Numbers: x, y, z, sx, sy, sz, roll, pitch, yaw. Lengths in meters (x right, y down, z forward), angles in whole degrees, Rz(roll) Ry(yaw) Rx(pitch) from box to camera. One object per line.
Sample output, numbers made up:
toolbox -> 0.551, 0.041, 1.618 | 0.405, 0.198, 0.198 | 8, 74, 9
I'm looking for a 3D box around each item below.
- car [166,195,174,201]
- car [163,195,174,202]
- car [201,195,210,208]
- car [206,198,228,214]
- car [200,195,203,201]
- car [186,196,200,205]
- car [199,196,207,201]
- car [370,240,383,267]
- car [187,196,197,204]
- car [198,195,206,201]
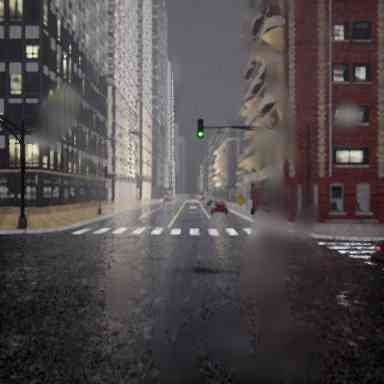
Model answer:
car -> -5.667, 1.580, 87.040 | 1.887, 1.381, 4.507 | 0, 0, 0
car -> -5.669, 1.576, 75.742 | 2.008, 1.369, 4.403 | 0, 0, 0
car -> 2.704, 1.559, 47.498 | 2.008, 1.369, 4.403 | 0, 0, 0
car -> 2.751, 1.584, 34.581 | 1.802, 1.307, 4.206 | 0, 0, 0
car -> 2.706, 1.561, 53.146 | 2.008, 1.369, 4.403 | 0, 0, 0
car -> 0.016, 1.613, 57.211 | 1.895, 1.301, 4.718 | 0, 0, 0
car -> 2.712, 1.611, 81.389 | 1.802, 1.307, 4.206 | 0, 0, 0
car -> 7.912, 1.716, 9.264 | 5.357, 1.411, 2.033 | 1, 0, -6
car -> 0.019, 1.501, 67.182 | 1.882, 1.535, 5.008 | 0, 0, 0
car -> 2.713, 1.475, 87.038 | 1.967, 1.590, 4.097 | 0, 0, 0
